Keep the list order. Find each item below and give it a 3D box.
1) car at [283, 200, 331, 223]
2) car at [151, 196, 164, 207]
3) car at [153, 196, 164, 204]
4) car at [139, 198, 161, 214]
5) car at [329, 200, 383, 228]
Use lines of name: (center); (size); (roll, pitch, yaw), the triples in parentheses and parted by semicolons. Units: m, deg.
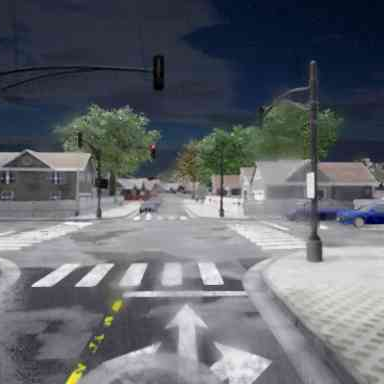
car: (9.179, 1.384, 24.878); (4.553, 1.767, 2.097); (0, -1, -2)
car: (-5.687, 1.483, 50.881); (2.097, 1.767, 4.553); (0, 0, -4)
car: (-6.727, 1.670, 67.239); (2.128, 1.511, 4.902); (0, 0, -3)
car: (-4.718, 1.663, 36.747); (1.994, 1.385, 4.181); (0, 0, -4)
car: (12.008, 1.466, 21.758); (5.008, 1.535, 1.882); (-1, -1, -2)
